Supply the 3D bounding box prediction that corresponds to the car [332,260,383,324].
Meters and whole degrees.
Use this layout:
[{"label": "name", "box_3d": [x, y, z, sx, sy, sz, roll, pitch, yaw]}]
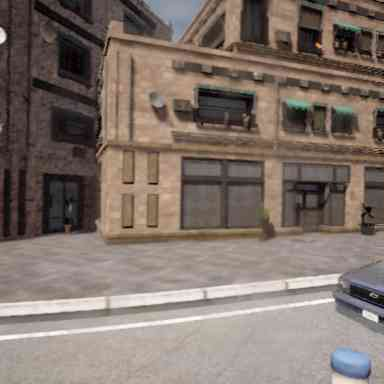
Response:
[{"label": "car", "box_3d": [5.260, 1.521, 6.031, 5.357, 1.411, 2.033, 0, 0, -20]}]
